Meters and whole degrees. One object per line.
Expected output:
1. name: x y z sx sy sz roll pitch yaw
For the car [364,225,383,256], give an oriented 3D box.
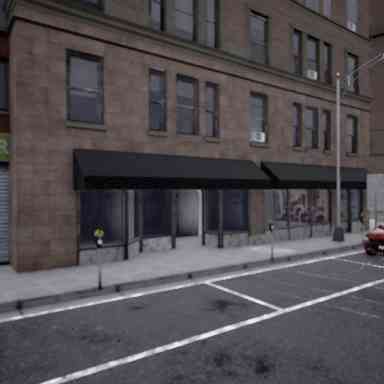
1. car: 8.131 1.612 12.318 4.507 1.381 1.887 0 -1 -35
